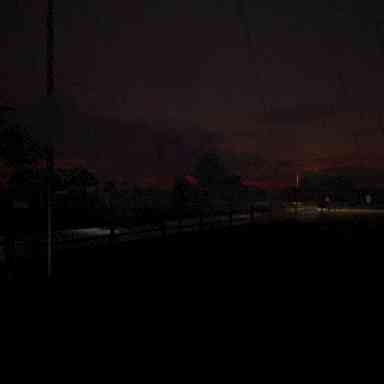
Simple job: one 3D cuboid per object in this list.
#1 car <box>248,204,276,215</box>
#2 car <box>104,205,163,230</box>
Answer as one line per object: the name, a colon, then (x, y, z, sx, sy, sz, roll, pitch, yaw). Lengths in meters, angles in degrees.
car: (8.789, 2.166, 41.710, 1.895, 1.301, 4.718, 0, -1, 35)
car: (-4.000, 1.739, 23.588, 1.837, 1.490, 4.892, 0, 0, 35)
